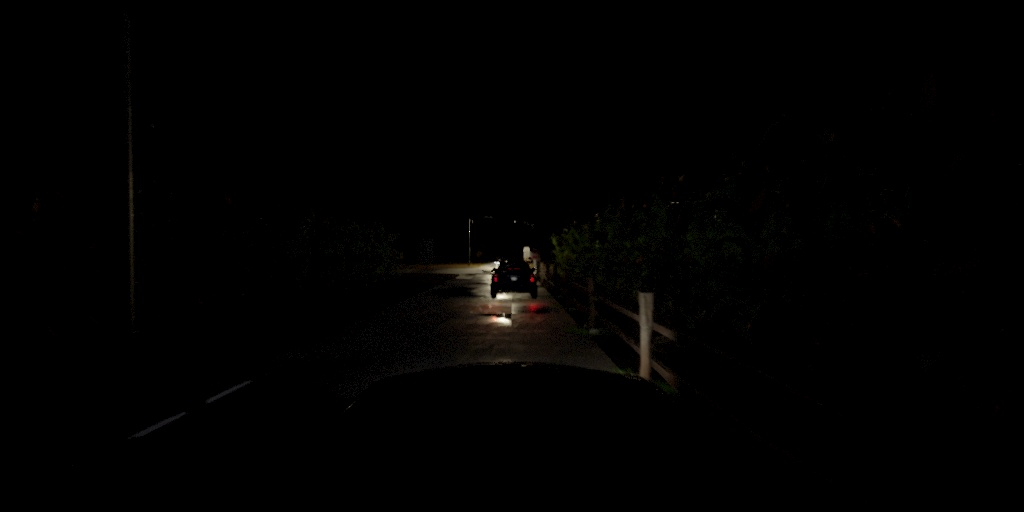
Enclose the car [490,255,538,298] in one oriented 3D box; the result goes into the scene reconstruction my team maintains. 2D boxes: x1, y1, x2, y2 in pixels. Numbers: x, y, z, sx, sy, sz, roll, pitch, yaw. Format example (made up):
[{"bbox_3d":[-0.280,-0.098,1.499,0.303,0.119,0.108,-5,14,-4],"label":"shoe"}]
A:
[{"bbox_3d":[0.093,0.981,17.622,2.097,1.767,4.553,0,0,0],"label":"car"}]
